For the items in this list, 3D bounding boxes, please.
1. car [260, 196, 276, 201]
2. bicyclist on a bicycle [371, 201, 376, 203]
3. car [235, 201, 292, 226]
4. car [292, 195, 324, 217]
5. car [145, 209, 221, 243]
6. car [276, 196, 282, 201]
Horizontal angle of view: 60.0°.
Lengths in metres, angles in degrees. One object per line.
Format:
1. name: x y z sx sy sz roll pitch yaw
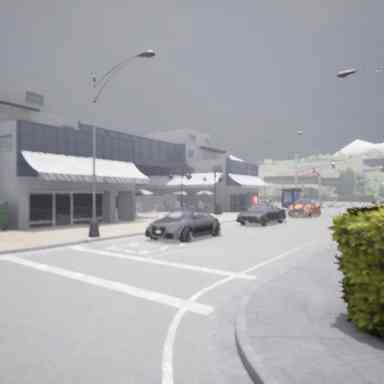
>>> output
1. car: 16.578 1.911 74.058 1.970 1.475 3.806 0 -1 34
2. bicyclist on a bicycle: 9.373 1.268 16.815 1.656 1.620 0.582 -1 -1 34
3. car: 5.071 1.585 23.759 2.033 1.411 5.357 0 -1 35
4. car: 10.847 1.459 32.149 2.097 1.767 4.553 0 -1 35
5. car: -0.329 1.537 15.899 1.994 1.385 4.181 0 -1 34
6. car: 23.483 1.913 90.000 1.932 1.855 4.605 0 -1 34
